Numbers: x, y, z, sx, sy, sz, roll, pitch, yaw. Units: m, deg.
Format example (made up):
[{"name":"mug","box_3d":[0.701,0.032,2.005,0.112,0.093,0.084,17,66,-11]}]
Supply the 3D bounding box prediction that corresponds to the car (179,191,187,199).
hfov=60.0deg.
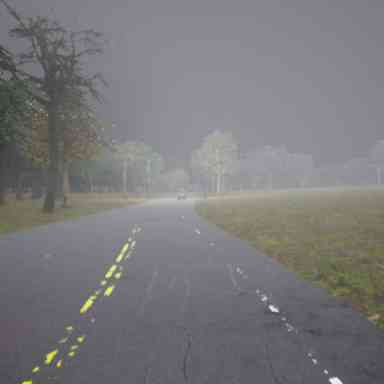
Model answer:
[{"name":"car","box_3d":[-2.391,0.809,89.706,2.150,2.045,5.566,0,1,1]}]

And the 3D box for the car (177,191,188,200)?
[{"name":"car","box_3d":[-2.516,1.218,79.249,2.128,1.511,4.902,0,1,1]}]
